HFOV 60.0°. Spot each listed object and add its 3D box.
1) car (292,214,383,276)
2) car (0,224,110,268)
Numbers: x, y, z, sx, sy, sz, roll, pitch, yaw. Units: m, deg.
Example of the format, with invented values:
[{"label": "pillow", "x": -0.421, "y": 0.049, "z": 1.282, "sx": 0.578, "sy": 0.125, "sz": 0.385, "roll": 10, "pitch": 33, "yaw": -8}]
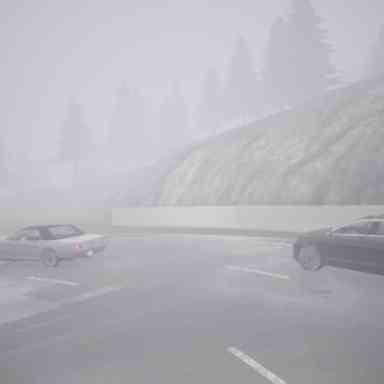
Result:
[{"label": "car", "x": 4.553, "y": 1.268, "z": 7.865, "sx": 2.128, "sy": 1.511, "sz": 4.902, "roll": -2, "pitch": 0, "yaw": -30}, {"label": "car", "x": -5.428, "y": 1.834, "z": 11.922, "sx": 4.718, "sy": 1.301, "sz": 1.895, "roll": -3, "pitch": 0, "yaw": 23}]
